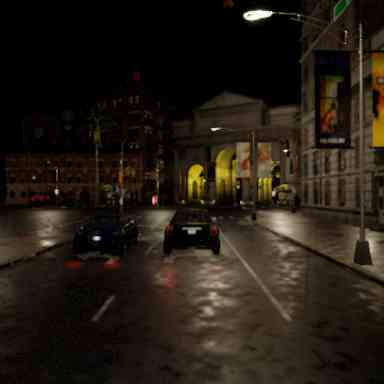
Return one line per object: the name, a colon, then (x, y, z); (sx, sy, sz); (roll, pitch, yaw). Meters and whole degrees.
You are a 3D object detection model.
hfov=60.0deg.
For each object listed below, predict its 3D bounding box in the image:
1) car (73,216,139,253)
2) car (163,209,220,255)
car: (-3.507, 1.697, 14.270); (1.994, 1.385, 4.181); (0, 0, 0)
car: (-0.007, 1.481, 14.080); (2.097, 1.767, 4.553); (0, -1, 0)
